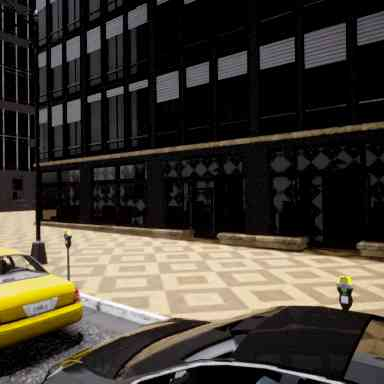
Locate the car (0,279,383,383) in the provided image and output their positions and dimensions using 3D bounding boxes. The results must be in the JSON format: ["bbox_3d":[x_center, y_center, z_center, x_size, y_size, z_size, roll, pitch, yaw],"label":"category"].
[{"bbox_3d":[0.703,1.566,2.345,4.313,1.339,1.947,0,-1,35],"label":"car"}]

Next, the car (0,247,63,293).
[{"bbox_3d":[-3.932,1.527,5.859,4.829,1.417,1.752,0,-1,35],"label":"car"}]
